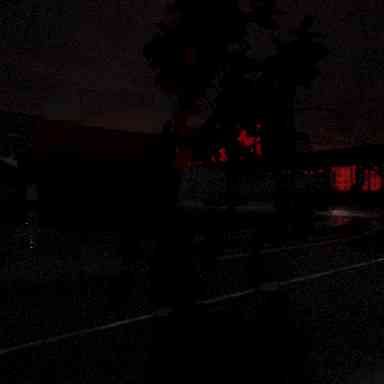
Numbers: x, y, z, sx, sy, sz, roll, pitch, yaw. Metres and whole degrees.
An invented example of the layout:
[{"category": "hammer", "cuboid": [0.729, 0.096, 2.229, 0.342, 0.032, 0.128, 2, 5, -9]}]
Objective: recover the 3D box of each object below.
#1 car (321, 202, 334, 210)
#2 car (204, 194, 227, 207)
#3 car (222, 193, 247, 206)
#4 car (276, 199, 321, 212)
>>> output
[{"category": "car", "cuboid": [14.653, 1.530, 41.076, 2.033, 1.411, 5.357, 0, 0, -34]}, {"category": "car", "cuboid": [3.637, 1.511, 51.328, 1.812, 1.442, 4.674, 0, 0, -34]}, {"category": "car", "cuboid": [6.320, 1.258, 53.615, 2.150, 2.045, 5.566, 0, 0, -34]}, {"category": "car", "cuboid": [12.091, 1.585, 38.616, 1.895, 1.301, 4.718, 0, 0, -34]}]
